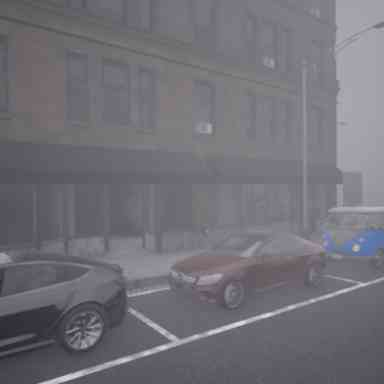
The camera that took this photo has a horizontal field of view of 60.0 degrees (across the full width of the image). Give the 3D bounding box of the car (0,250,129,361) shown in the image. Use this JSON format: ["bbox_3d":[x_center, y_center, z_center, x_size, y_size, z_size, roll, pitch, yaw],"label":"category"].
[{"bbox_3d":[-2.986,1.566,4.530,4.313,1.339,1.947,0,-1,-35],"label":"car"}]

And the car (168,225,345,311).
[{"bbox_3d":[1.458,1.586,7.699,4.206,1.307,1.802,0,-1,-35],"label":"car"}]

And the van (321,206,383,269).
[{"bbox_3d":[5.900,1.350,10.870,3.998,1.788,1.690,0,-1,-35],"label":"van"}]
